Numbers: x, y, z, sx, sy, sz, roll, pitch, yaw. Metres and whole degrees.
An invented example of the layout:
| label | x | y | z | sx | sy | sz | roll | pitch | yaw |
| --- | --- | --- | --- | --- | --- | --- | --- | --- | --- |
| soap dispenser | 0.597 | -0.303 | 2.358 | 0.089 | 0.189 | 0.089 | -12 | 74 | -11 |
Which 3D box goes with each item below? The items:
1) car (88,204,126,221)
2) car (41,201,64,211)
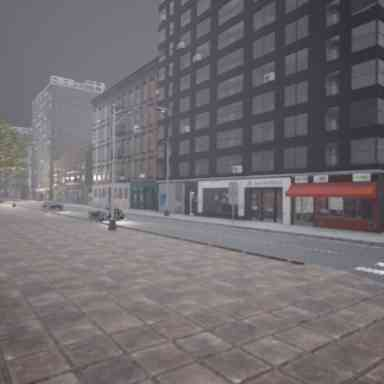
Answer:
| label | x | y | z | sx | sy | sz | roll | pitch | yaw |
| --- | --- | --- | --- | --- | --- | --- | --- | --- | --- |
| car | -7.211 | 1.678 | 28.046 | 1.994 | 1.385 | 4.181 | 1 | -1 | -36 |
| car | -18.349 | 1.802 | 43.692 | 1.895 | 1.301 | 4.718 | 1 | -1 | -36 |
